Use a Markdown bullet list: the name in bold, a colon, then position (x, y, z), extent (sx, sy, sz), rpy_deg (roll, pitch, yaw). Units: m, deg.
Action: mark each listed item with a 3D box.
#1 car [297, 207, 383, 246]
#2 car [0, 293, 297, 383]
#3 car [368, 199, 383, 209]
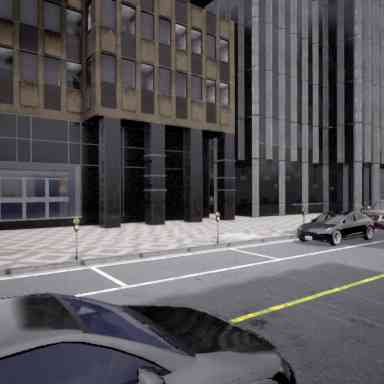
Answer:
- **car**: position (6.687, 1.565, 15.285), extent (4.313, 1.339, 1.947), rpy_deg (0, 0, -35)
- **car**: position (-1.083, 1.564, 2.552), extent (4.181, 1.385, 1.994), rpy_deg (0, 0, -35)
- **car**: position (11.275, 1.314, 18.559), extent (5.009, 1.841, 2.192), rpy_deg (0, 0, -35)
